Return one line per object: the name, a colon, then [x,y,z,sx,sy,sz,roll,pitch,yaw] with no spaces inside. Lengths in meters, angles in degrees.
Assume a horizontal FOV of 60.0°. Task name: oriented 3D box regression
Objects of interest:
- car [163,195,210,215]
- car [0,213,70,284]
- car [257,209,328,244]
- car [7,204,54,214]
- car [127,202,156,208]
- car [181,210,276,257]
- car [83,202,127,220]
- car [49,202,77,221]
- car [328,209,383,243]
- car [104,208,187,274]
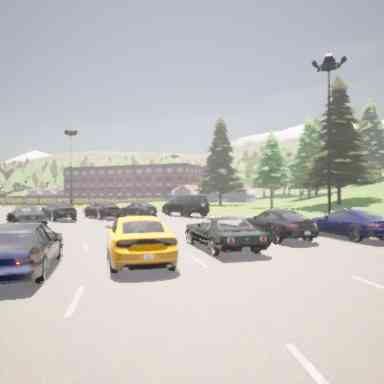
car: [-0.619,1.329,31.938,2.150,2.045,5.566,0,-1,-37]
car: [-4.955,1.593,9.590,2.033,1.411,5.357,0,0,-14]
car: [4.107,1.569,16.169,1.812,1.442,4.674,0,0,-19]
car: [-11.186,1.652,22.424,2.033,1.411,5.357,0,0,-35]
car: [-5.100,1.645,31.822,1.812,1.442,4.674,0,0,-40]
car: [1.184,1.643,13.300,1.895,1.301,4.718,0,0,-17]
car: [-8.044,1.624,29.529,1.837,1.490,4.892,1,-1,-41]
car: [-11.305,1.627,27.970,1.837,1.490,4.892,1,-1,-41]
car: [7.732,1.561,16.379,1.812,1.442,4.674,0,0,-18]
car: [-1.783,1.519,10.950,1.882,1.535,5.008,0,0,-16]
